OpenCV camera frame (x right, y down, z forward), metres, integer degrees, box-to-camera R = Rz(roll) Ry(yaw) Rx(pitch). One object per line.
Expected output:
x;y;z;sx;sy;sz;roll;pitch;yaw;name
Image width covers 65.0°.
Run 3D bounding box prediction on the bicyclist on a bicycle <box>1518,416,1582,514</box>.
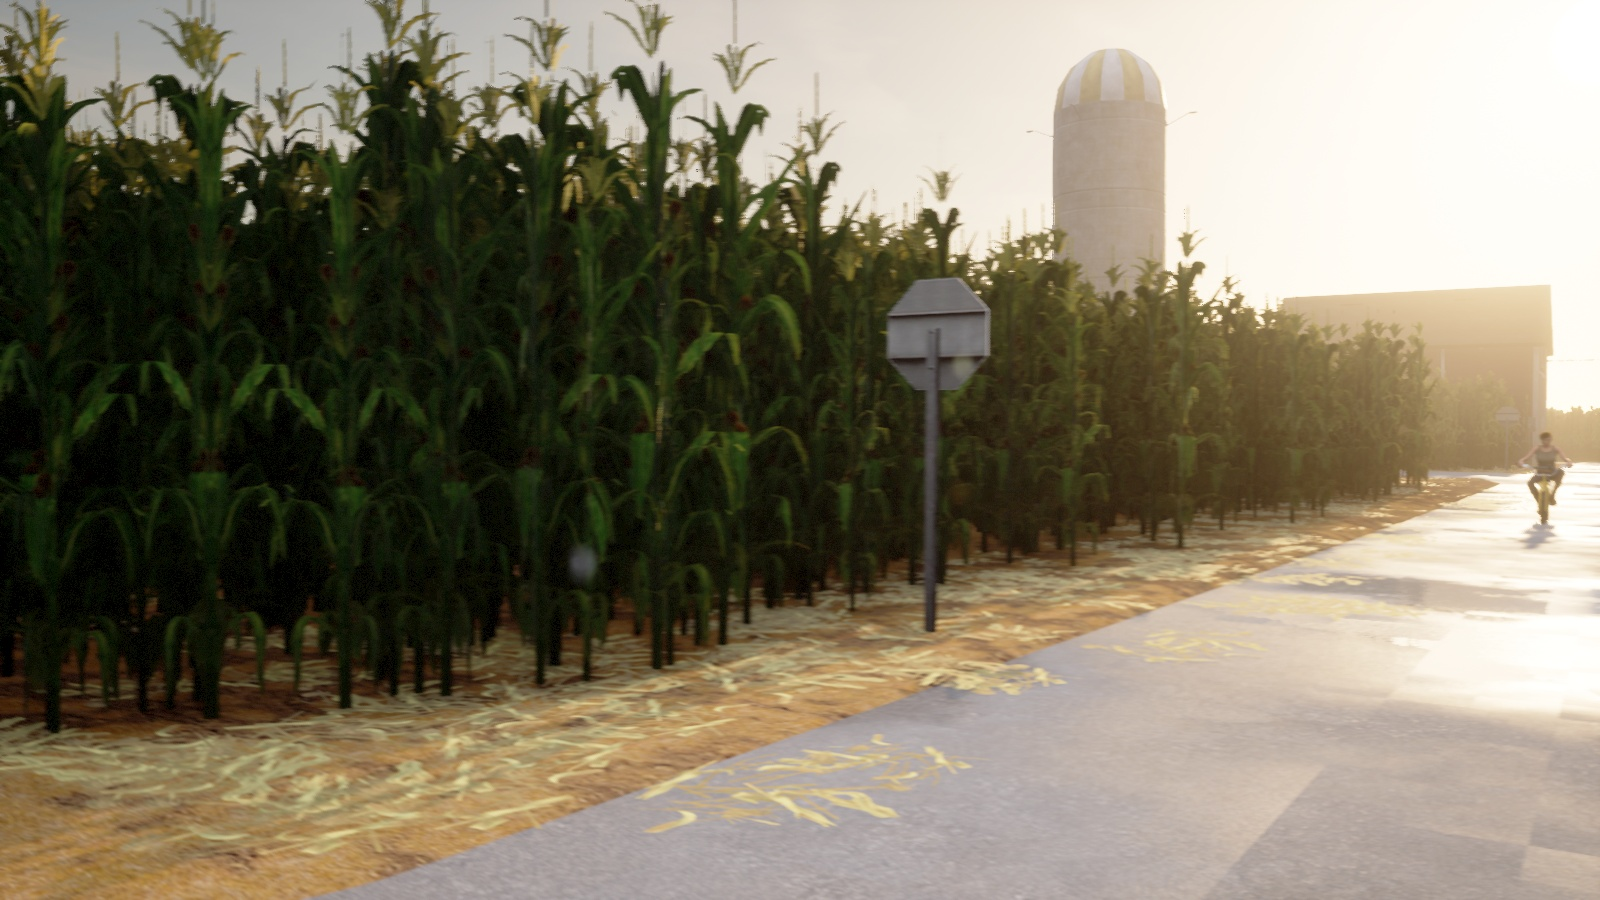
12.964;0.233;21.685;0.866;1.612;1.509;0;1;34;bicyclist on a bicycle
